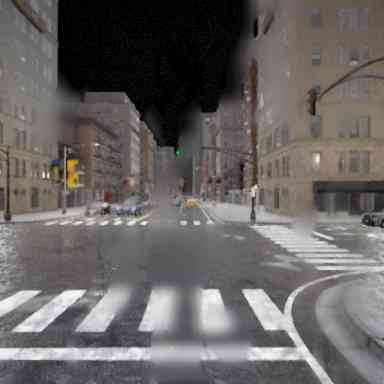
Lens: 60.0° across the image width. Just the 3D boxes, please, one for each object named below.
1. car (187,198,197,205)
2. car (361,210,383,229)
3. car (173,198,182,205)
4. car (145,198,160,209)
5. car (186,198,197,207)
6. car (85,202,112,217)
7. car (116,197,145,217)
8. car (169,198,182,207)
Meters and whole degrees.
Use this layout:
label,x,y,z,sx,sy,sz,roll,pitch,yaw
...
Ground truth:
label,x,y,z,sx,sy,sz,roll,pitch,yaw
car,-0.036,2.150,74.086,2.128,1.511,4.902,0,-1,0
car,13.505,1.700,21.866,4.181,1.385,1.994,0,0,0
car,-3.286,2.149,74.084,1.812,1.442,4.674,0,-1,0
car,-6.554,1.886,54.963,2.097,1.767,4.553,0,-1,0
car,-0.031,2.111,63.667,1.882,1.535,5.008,0,-1,0
car,-9.857,1.820,35.319,2.128,1.511,4.902,0,-1,0
car,-6.606,1.680,35.296,2.097,1.767,4.553,0,-1,0
car,-3.281,2.202,64.048,1.994,1.385,4.181,0,-1,0
